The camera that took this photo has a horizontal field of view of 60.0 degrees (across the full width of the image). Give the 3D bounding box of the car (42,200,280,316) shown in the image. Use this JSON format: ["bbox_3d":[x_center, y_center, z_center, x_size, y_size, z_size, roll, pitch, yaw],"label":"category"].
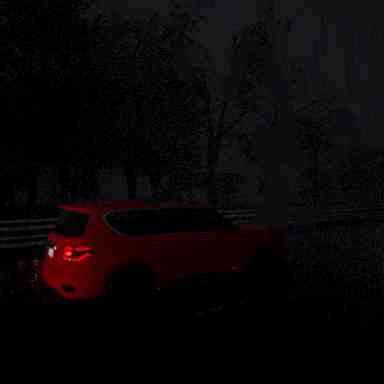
[{"bbox_3d":[-0.423,1.210,7.709,5.566,2.045,2.150,0,0,-35],"label":"car"}]
